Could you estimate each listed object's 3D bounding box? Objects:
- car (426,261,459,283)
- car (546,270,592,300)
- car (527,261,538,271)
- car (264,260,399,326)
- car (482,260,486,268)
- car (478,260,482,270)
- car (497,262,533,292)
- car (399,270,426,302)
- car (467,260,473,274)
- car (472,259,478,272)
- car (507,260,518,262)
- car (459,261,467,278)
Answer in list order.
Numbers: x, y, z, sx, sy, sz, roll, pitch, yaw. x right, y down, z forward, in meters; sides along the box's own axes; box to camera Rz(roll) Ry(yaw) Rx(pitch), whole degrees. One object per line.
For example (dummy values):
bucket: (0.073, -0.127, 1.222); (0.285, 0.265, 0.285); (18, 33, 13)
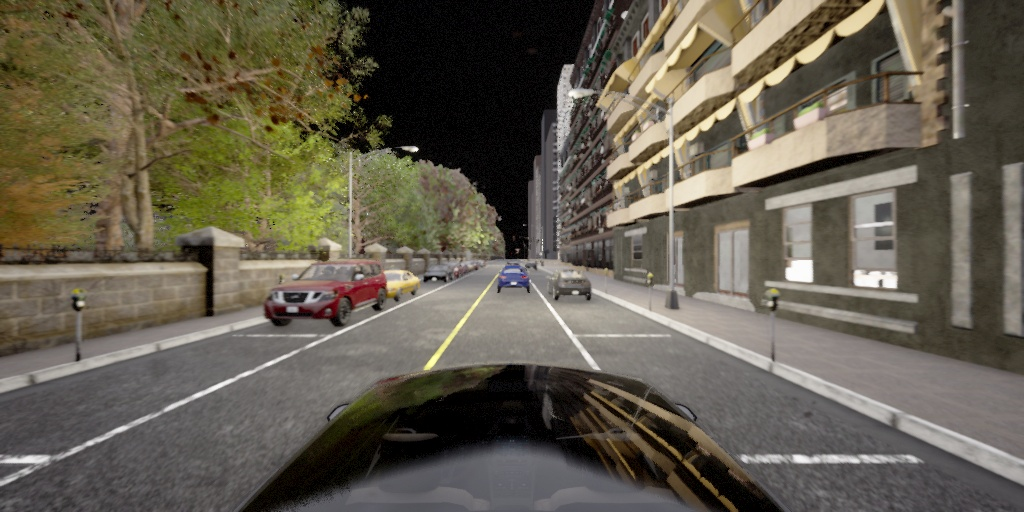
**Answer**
car: (-5.703, 1.330, 28.423); (1.948, 1.339, 4.313); (0, 0, 0)
car: (2.682, 1.308, 17.352); (2.007, 1.370, 4.403); (0, 0, 0)
car: (2.668, 1.335, 50.584); (2.007, 1.370, 4.403); (0, 0, 0)
car: (-5.696, 1.069, 11.807); (2.192, 1.841, 5.009); (0, 0, 0)
car: (-5.794, 1.347, 61.654); (2.007, 1.370, 4.403); (0, 0, 0)
car: (-5.712, 1.224, 50.578); (1.967, 1.591, 4.097); (0, 0, 0)
car: (0.091, 1.285, 21.317); (1.812, 1.442, 4.674); (0, 0, 0)
car: (-5.698, 1.283, 17.176); (1.751, 1.417, 4.829); (0, 0, 0)
car: (-5.707, 1.356, 39.501); (1.802, 1.307, 4.207); (0, 0, 0)
car: (-5.710, 1.304, 44.869); (1.751, 1.417, 4.829); (0, 0, 0)
car: (0.083, 1.269, 44.740); (2.128, 1.511, 4.902); (0, 0, 0)
car: (-5.705, 1.209, 33.962); (1.967, 1.591, 4.097); (0, 0, 0)
